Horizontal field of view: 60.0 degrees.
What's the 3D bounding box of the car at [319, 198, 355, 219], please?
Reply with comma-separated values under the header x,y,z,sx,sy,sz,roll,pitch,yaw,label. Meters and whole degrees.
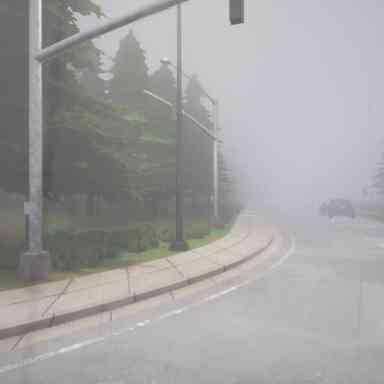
x,y,z,sx,sy,sz,roll,pitch,yaw,label
12.737,1.352,29.441,2.097,1.767,4.553,0,0,10,car
